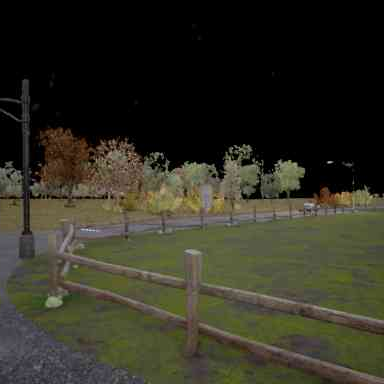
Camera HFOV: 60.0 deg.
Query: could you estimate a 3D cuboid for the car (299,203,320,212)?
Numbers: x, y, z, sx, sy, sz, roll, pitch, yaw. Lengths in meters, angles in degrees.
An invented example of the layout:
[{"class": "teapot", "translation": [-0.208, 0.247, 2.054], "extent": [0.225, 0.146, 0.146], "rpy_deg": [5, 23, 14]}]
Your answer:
[{"class": "car", "translation": [18.795, 2.449, 53.016], "extent": [2.033, 1.411, 5.357], "rpy_deg": [-1, -2, 40]}]
